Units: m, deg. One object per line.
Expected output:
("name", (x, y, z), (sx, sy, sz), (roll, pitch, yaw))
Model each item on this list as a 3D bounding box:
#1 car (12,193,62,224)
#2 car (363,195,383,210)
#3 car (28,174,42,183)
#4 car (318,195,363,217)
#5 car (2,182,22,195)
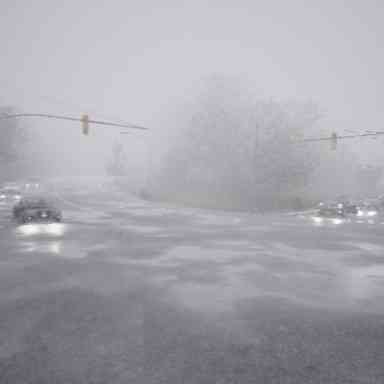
("car", (-9.016, 0.981, 19.210), (1.994, 1.385, 4.181), (1, 2, -37))
("car", (19.815, 1.087, 36.281), (2.128, 1.511, 4.902), (2, 3, 43))
("car", (-30.419, -2.674, 64.435), (1.882, 1.535, 5.008), (1, 5, -15))
("car", (12.684, 1.101, 28.778), (2.097, 1.767, 4.553), (2, 2, 44))
("car", (-22.189, -0.459, 41.111), (1.812, 1.442, 4.674), (1, 4, -25))
